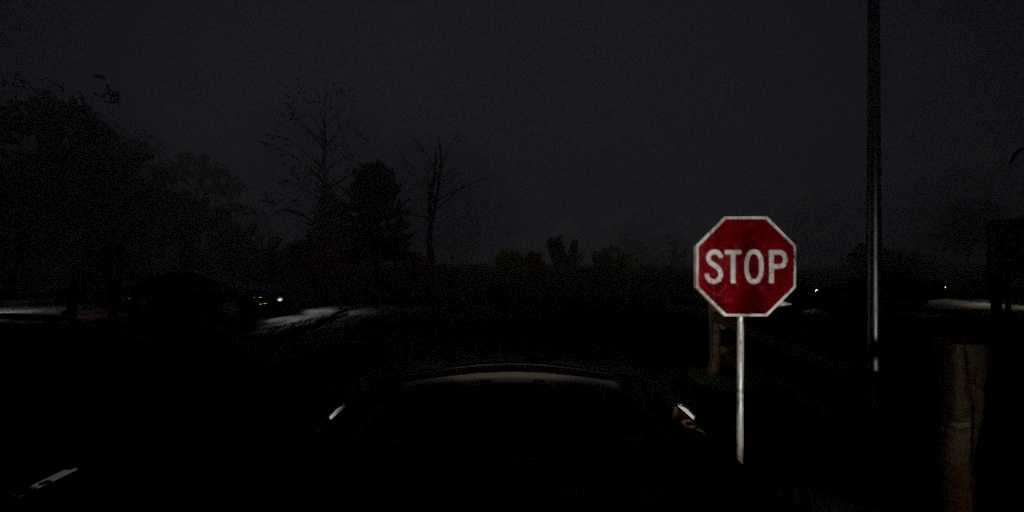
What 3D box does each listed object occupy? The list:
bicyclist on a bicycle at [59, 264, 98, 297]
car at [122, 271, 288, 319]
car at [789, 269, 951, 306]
[{"bbox_3d":[-22.367,1.239,18.520,0.582,1.620,1.656,0,0,1],"label":"bicyclist on a bicycle"},{"bbox_3d":[-10.394,1.270,12.343,4.892,1.490,1.837,0,0,1],"label":"car"},{"bbox_3d":[14.615,1.263,14.871,5.357,1.411,2.033,0,0,1],"label":"car"}]
